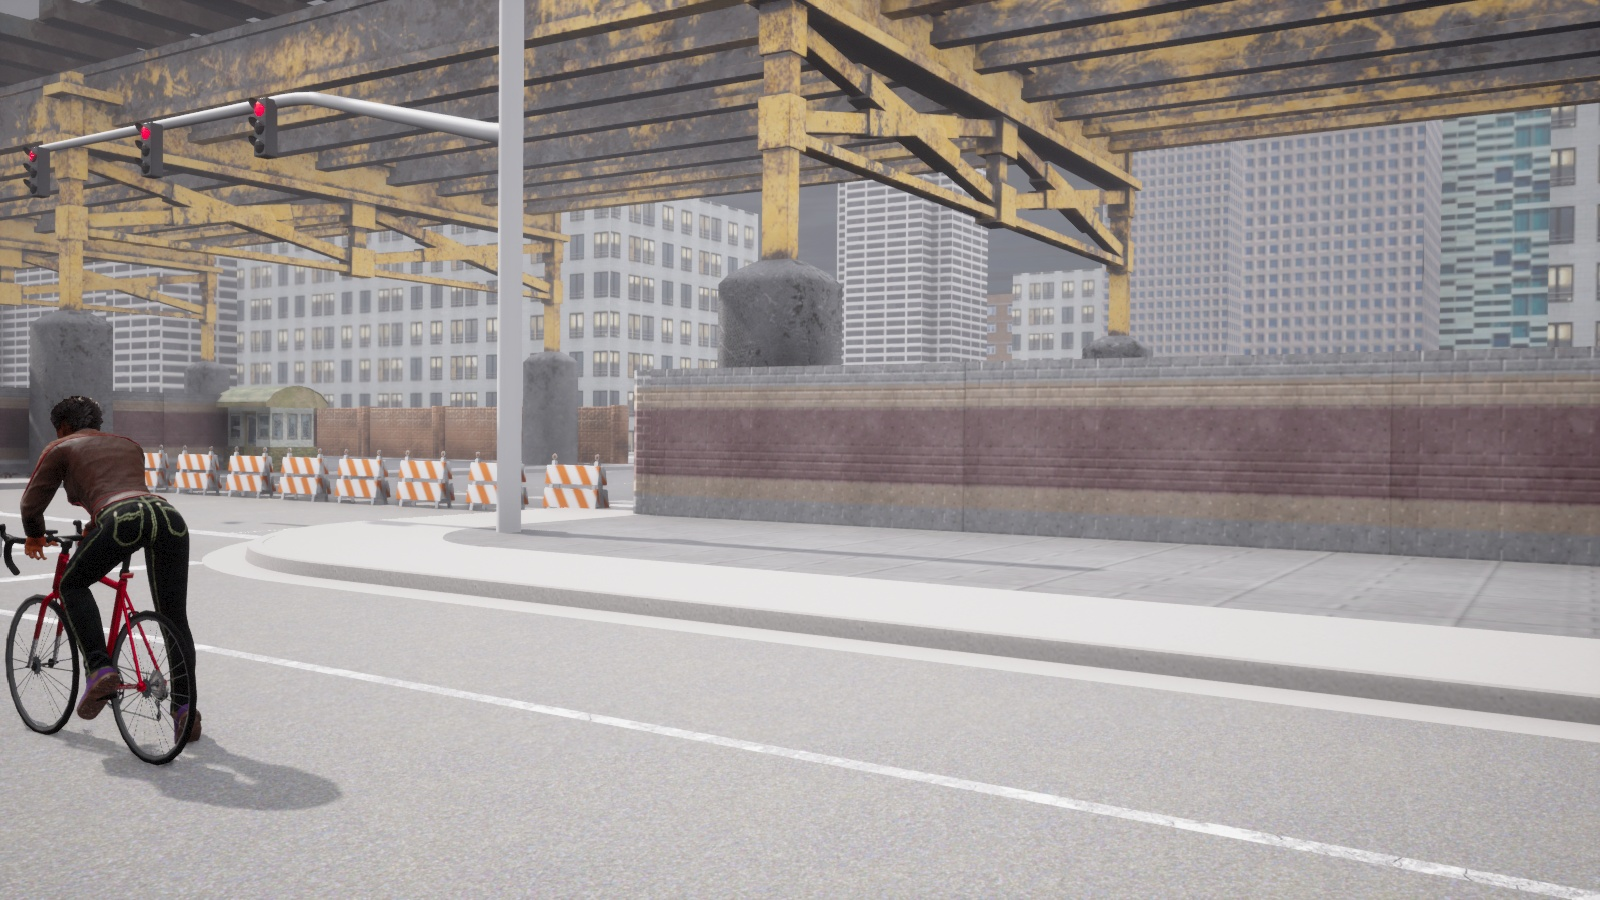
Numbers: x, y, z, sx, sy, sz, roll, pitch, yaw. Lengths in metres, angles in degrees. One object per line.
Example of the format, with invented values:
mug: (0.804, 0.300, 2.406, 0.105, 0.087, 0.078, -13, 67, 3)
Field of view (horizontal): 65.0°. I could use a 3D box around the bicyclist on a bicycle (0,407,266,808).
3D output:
bicyclist on a bicycle: (-3.227, 0.635, 5.764, 1.656, 1.620, 0.582, 0, 1, 34)
